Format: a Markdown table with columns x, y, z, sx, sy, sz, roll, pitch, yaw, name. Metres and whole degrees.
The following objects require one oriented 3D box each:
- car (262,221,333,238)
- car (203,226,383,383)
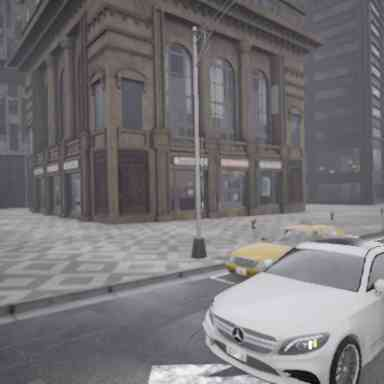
| x | y | z | sx | sy | sz | roll | pitch | yaw | name |
| --- | --- | --- | --- | --- | --- | --- | --- | --- | --- |
| 3.027 | 1.512 | 9.273 | 4.829 | 1.417 | 1.752 | -1 | -1 | -39 | car |
| 2.274 | 1.516 | 5.238 | 4.674 | 1.442 | 1.812 | -1 | 0 | -40 | car |
